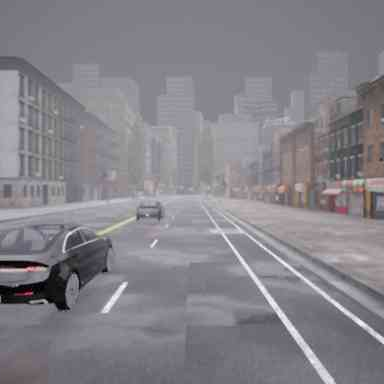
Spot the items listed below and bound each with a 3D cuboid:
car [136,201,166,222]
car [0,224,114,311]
[{"bbox_3d":[-3.156,1.439,25.957,2.128,1.511,4.902,0,0,0],"label":"car"},{"bbox_3d":[-3.154,1.475,7.676,2.128,1.511,4.902,0,0,0],"label":"car"}]
